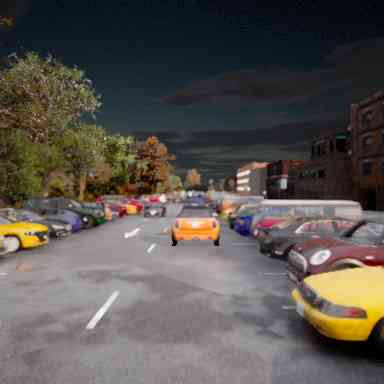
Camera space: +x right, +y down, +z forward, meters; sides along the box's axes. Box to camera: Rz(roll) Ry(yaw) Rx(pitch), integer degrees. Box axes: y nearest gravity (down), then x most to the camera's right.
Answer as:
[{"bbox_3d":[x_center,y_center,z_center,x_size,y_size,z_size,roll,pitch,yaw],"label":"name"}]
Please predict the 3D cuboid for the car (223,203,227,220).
[{"bbox_3d":[4.645,1.633,21.914,4.674,1.452,2.002,0,0,0],"label":"car"}]

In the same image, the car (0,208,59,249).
[{"bbox_3d":[-8.480,1.570,13.597,5.008,1.535,2.097,0,0,0],"label":"car"}]

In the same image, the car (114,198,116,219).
[{"bbox_3d":[-8.388,1.503,24.737,4.553,1.767,2.185,0,0,0],"label":"car"}]

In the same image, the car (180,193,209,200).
[{"bbox_3d":[0.262,1.389,31.742,2.150,2.045,5.566,0,0,1],"label":"car"}]

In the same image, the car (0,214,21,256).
[{"bbox_3d":[-8.491,1.595,10.812,4.674,1.452,2.002,0,0,0],"label":"car"}]

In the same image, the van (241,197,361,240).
[{"bbox_3d":[4.488,1.323,13.565,4.442,1.987,1.878,0,0,0],"label":"van"}]

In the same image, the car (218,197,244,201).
[{"bbox_3d":[4.706,1.494,27.481,4.553,1.767,2.185,0,0,0],"label":"car"}]

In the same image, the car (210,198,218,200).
[{"bbox_3d":[4.728,1.709,38.613,4.674,1.452,2.002,0,0,0],"label":"car"}]

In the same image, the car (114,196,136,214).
[{"bbox_3d":[-8.345,1.542,33.091,4.553,1.767,2.185,0,0,0],"label":"car"}]

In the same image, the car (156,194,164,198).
[{"bbox_3d":[-8.280,1.510,58.032,5.566,2.045,2.435,0,0,0],"label":"car"}]

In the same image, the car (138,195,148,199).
[{"bbox_3d":[-8.321,1.440,38.664,5.566,2.045,2.435,0,0,0],"label":"car"}]

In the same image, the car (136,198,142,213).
[{"bbox_3d":[-8.367,1.680,35.876,5.008,1.535,2.097,0,0,0],"label":"car"}]

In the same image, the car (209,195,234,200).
[{"bbox_3d":[4.776,1.555,41.396,4.553,1.767,2.185,0,0,0],"label":"car"}]

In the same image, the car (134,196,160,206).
[{"bbox_3d":[-8.206,1.645,60.941,4.553,1.767,2.185,0,0,0],"label":"car"}]

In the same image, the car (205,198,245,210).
[{"bbox_3d":[4.587,1.698,46.965,5.366,1.575,1.946,0,0,0],"label":"car"}]

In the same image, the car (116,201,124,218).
[{"bbox_3d":[-8.407,1.682,27.522,4.674,1.452,2.002,0,0,0],"label":"car"}]

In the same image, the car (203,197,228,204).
[{"bbox_3d":[5.084,1.782,72.011,5.366,1.575,1.946,0,0,0],"label":"car"}]

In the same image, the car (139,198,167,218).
[{"bbox_3d":[-3.440,1.666,32.001,2.128,1.511,4.902,0,0,0],"label":"car"}]

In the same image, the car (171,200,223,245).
[{"bbox_3d":[0.173,1.442,16.122,2.097,1.767,4.553,0,0,1],"label":"car"}]

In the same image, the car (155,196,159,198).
[{"bbox_3d":[-8.284,1.743,52.587,5.008,1.535,2.097,0,0,0],"label":"car"}]

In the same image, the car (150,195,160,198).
[{"bbox_3d":[-8.451,1.749,55.248,5.366,1.575,1.946,0,0,0],"label":"car"}]

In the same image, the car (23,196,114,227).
[{"bbox_3d":[-8.405,1.364,21.954,5.566,2.045,2.435,0,0,0],"label":"car"}]

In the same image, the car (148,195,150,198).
[{"bbox_3d":[-8.352,1.588,44.233,4.553,1.767,2.185,0,0,0],"label":"car"}]

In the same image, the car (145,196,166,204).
[{"bbox_3d":[-8.136,1.691,74.867,4.553,1.767,2.185,0,0,0],"label":"car"}]

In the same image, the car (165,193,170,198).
[{"bbox_3d":[-8.210,1.556,72.082,5.566,2.045,2.435,0,0,0],"label":"car"}]

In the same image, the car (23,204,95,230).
[{"bbox_3d":[-8.475,1.630,19.165,4.792,1.488,2.163,0,0,0],"label":"car"}]

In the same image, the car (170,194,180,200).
[{"bbox_3d":[-3.134,1.824,73.280,2.128,1.511,4.902,0,0,0],"label":"car"}]

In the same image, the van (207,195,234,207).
[{"bbox_3d":[4.944,1.513,57.972,4.442,1.987,1.878,0,0,0],"label":"van"}]

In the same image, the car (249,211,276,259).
[{"bbox_3d":[4.585,1.534,10.780,4.892,1.521,2.231,0,0,0],"label":"car"}]

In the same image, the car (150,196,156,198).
[{"bbox_3d":[-8.263,1.763,49.800,4.792,1.488,2.163,0,0,0],"label":"car"}]

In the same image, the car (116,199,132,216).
[{"bbox_3d":[-8.385,1.655,30.307,5.008,1.535,2.097,0,0,0],"label":"car"}]

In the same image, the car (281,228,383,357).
[{"bbox_3d":[4.378,1.498,5.215,5.366,1.575,1.946,0,0,0],"label":"car"}]

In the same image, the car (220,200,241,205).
[{"bbox_3d":[4.847,1.603,24.696,5.366,1.575,1.946,0,0,0],"label":"car"}]

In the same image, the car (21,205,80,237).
[{"bbox_3d":[-8.467,1.586,16.383,4.892,1.521,2.231,0,0,0],"label":"car"}]

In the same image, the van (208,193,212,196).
[{"bbox_3d":[4.917,1.495,52.530,4.442,1.987,1.878,0,0,0],"label":"van"}]

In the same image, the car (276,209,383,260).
[{"bbox_3d":[4.608,1.390,7.872,4.553,1.767,2.185,0,0,0],"label":"car"}]

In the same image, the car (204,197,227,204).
[{"bbox_3d":[4.855,1.806,69.229,4.792,1.488,2.163,0,0,0],"label":"car"}]

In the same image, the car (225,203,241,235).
[{"bbox_3d":[4.639,1.578,19.130,5.008,1.535,2.097,0,0,0],"label":"car"}]

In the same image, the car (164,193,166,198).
[{"bbox_3d":[-8.227,1.673,69.171,4.553,1.767,2.185,0,0,0],"label":"car"}]
